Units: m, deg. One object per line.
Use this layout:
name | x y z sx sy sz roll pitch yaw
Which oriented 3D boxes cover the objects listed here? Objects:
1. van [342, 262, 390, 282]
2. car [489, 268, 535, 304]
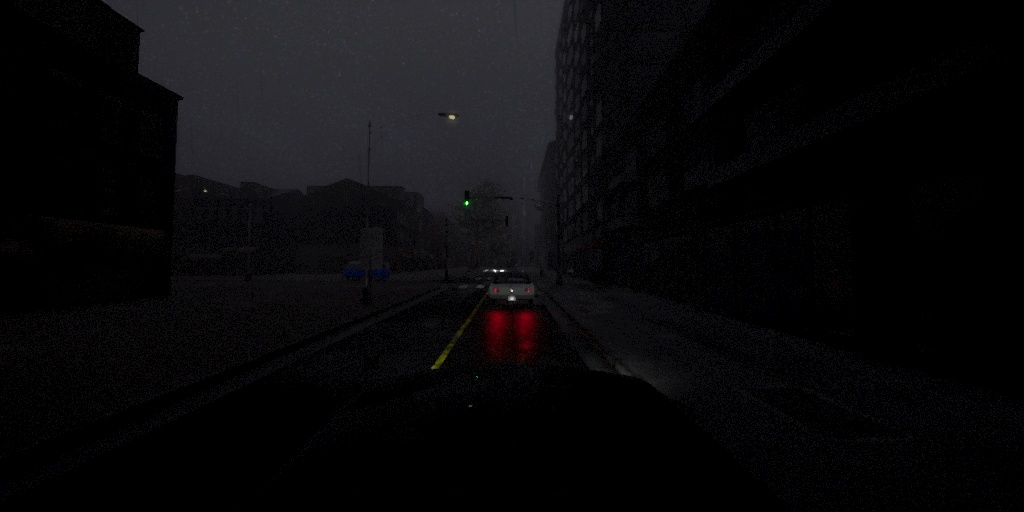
van | -12.926 1.429 31.911 3.998 1.789 1.690 0 0 0
car | 0.000 1.423 16.546 1.895 1.301 4.718 0 0 0
